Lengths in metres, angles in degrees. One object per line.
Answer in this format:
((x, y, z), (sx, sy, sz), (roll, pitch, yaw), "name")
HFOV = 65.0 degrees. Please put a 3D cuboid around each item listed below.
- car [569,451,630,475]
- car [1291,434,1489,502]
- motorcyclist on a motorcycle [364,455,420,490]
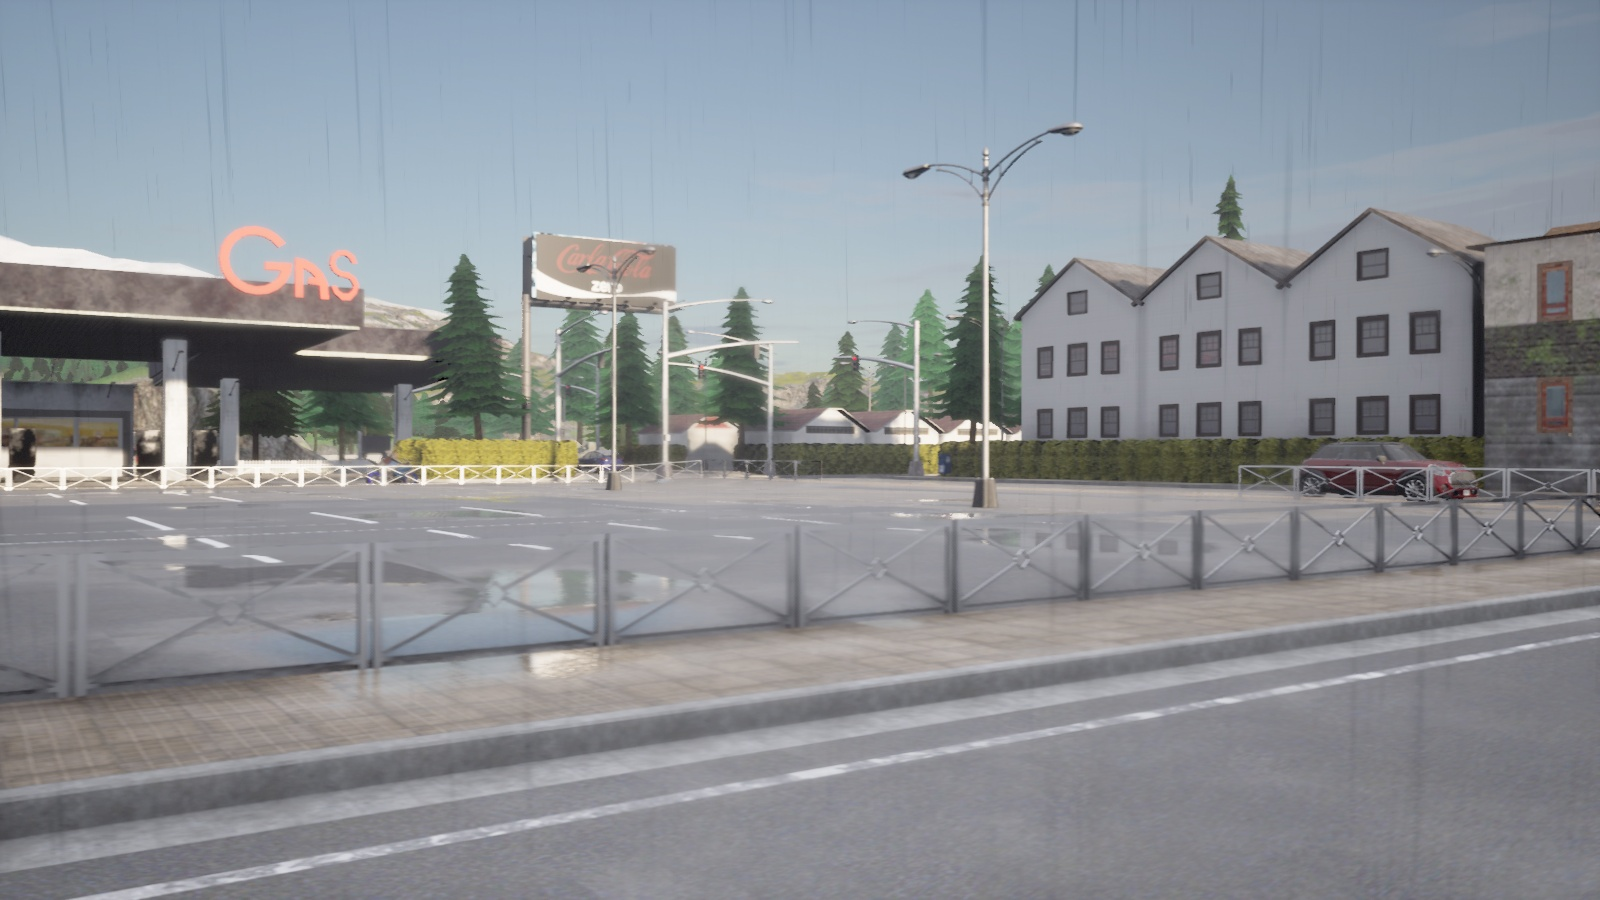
((-13.468, 0.818, 84.081), (2.163, 1.488, 4.792), (-1, 1, -34), "car")
((16.313, 0.478, 34.936), (2.097, 1.767, 4.553), (0, 0, -35), "car")
((-17.962, 0.969, 55.340), (2.191, 1.530, 0.866), (0, 0, -35), "motorcyclist on a motorcycle")
